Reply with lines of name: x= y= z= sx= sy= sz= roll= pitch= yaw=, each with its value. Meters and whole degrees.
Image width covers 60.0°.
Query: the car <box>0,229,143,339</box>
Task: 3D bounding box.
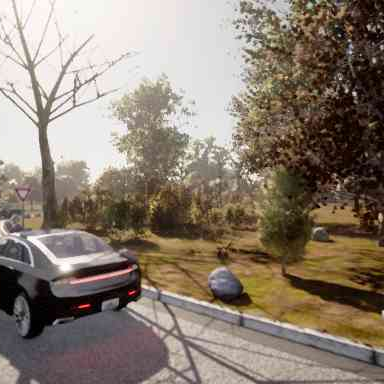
car: x=-3.034 y=1.501 z=6.682 sx=4.902 sy=1.511 sz=2.128 roll=0 pitch=0 yaw=42

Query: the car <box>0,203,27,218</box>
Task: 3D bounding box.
car: x=-20.100 y=2.002 z=36.786 sx=2.097 sy=1.767 sz=4.553 roll=-1 pitch=-1 yaw=-4
